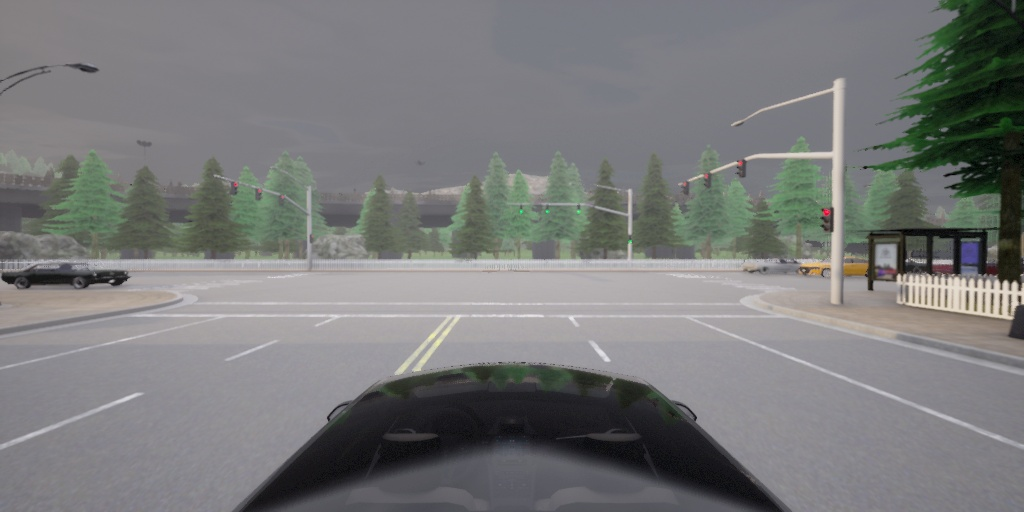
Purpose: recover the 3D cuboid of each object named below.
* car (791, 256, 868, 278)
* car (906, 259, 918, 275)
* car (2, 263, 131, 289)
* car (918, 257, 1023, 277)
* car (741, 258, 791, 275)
[{"bbox_3d":[23.625,0.772,25.926,5.008,1.535,1.882,0,1,0],"label":"car"},{"bbox_3d":[30.837,0.838,29.354,4.718,1.301,1.895,0,1,2],"label":"car"},{"bbox_3d":[-23.173,1.013,18.805,4.718,1.301,1.895,0,1,0],"label":"car"},{"bbox_3d":[32.929,0.897,25.792,4.718,1.301,1.895,0,1,2],"label":"car"},{"bbox_3d":[21.668,0.837,29.448,4.718,1.301,1.895,0,1,0],"label":"car"}]
